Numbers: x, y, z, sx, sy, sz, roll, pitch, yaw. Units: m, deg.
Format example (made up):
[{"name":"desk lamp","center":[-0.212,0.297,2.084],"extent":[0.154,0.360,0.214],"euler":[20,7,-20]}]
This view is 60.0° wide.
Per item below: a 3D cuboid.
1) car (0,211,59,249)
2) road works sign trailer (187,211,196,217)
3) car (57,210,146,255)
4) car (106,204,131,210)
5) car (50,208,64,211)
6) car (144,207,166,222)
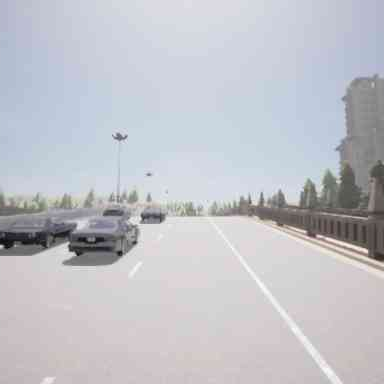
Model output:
[{"name":"car","center":[-6.967,1.799,15.557],"extent":[1.895,1.301,4.718],"euler":[0,-1,0]},{"name":"road works sign trailer","center":[-0.130,7.149,95.045],"extent":[2.380,3.560,2.880],"euler":[0,-7,3]},{"name":"car","center":[-3.480,1.726,14.048],"extent":[2.033,1.411,5.357],"euler":[0,-1,0]},{"name":"car","center":[-6.961,1.923,31.375],"extent":[1.837,1.490,4.892],"euler":[0,-1,0]},{"name":"car","center":[-21.076,3.253,52.194],"extent":[1.812,1.442,4.674],"euler":[0,-6,0]},{"name":"car","center":[-3.467,2.003,30.690],"extent":[1.895,1.301,4.718],"euler":[0,-1,0]}]
